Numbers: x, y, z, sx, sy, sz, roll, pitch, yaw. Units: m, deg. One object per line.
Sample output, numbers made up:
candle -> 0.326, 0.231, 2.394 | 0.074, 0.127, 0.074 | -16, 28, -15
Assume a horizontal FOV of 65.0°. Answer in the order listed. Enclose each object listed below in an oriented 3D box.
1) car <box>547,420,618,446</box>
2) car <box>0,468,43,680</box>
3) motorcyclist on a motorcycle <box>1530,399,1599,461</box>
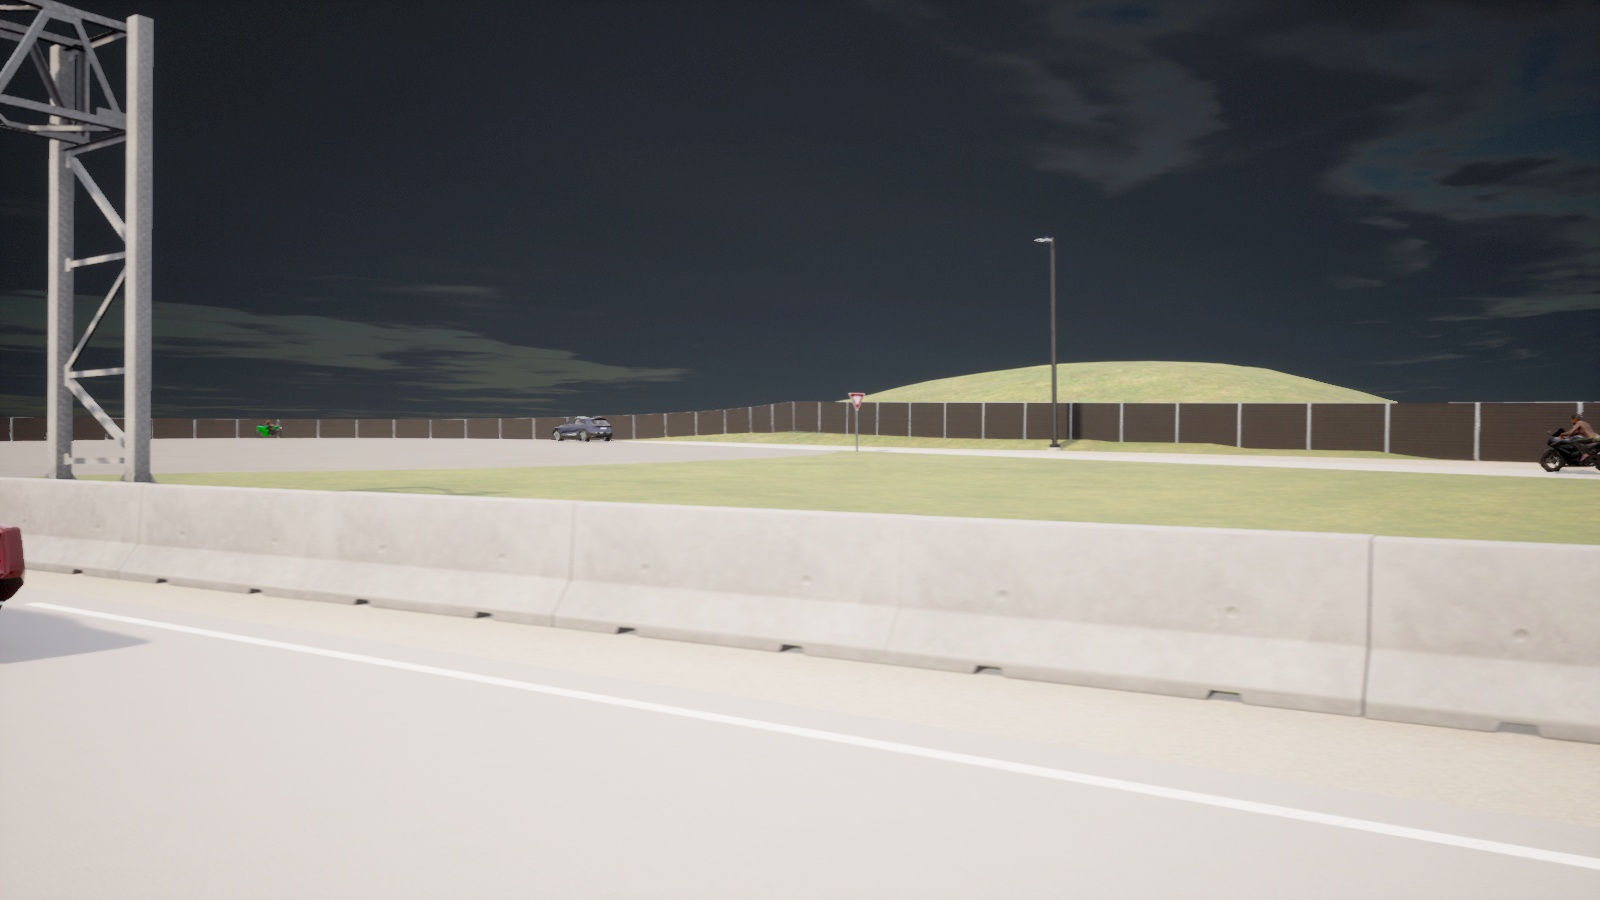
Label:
car -> -14.175, -1.102, 81.719 | 4.856, 1.649, 2.033 | 1, 2, 44
car -> -7.296, 0.783, 8.474 | 4.718, 1.301, 1.895 | 0, 1, 34
motorcyclist on a motorcycle -> 19.780, -0.506, 31.853 | 0.797, 1.523, 2.044 | -2, 1, -29
